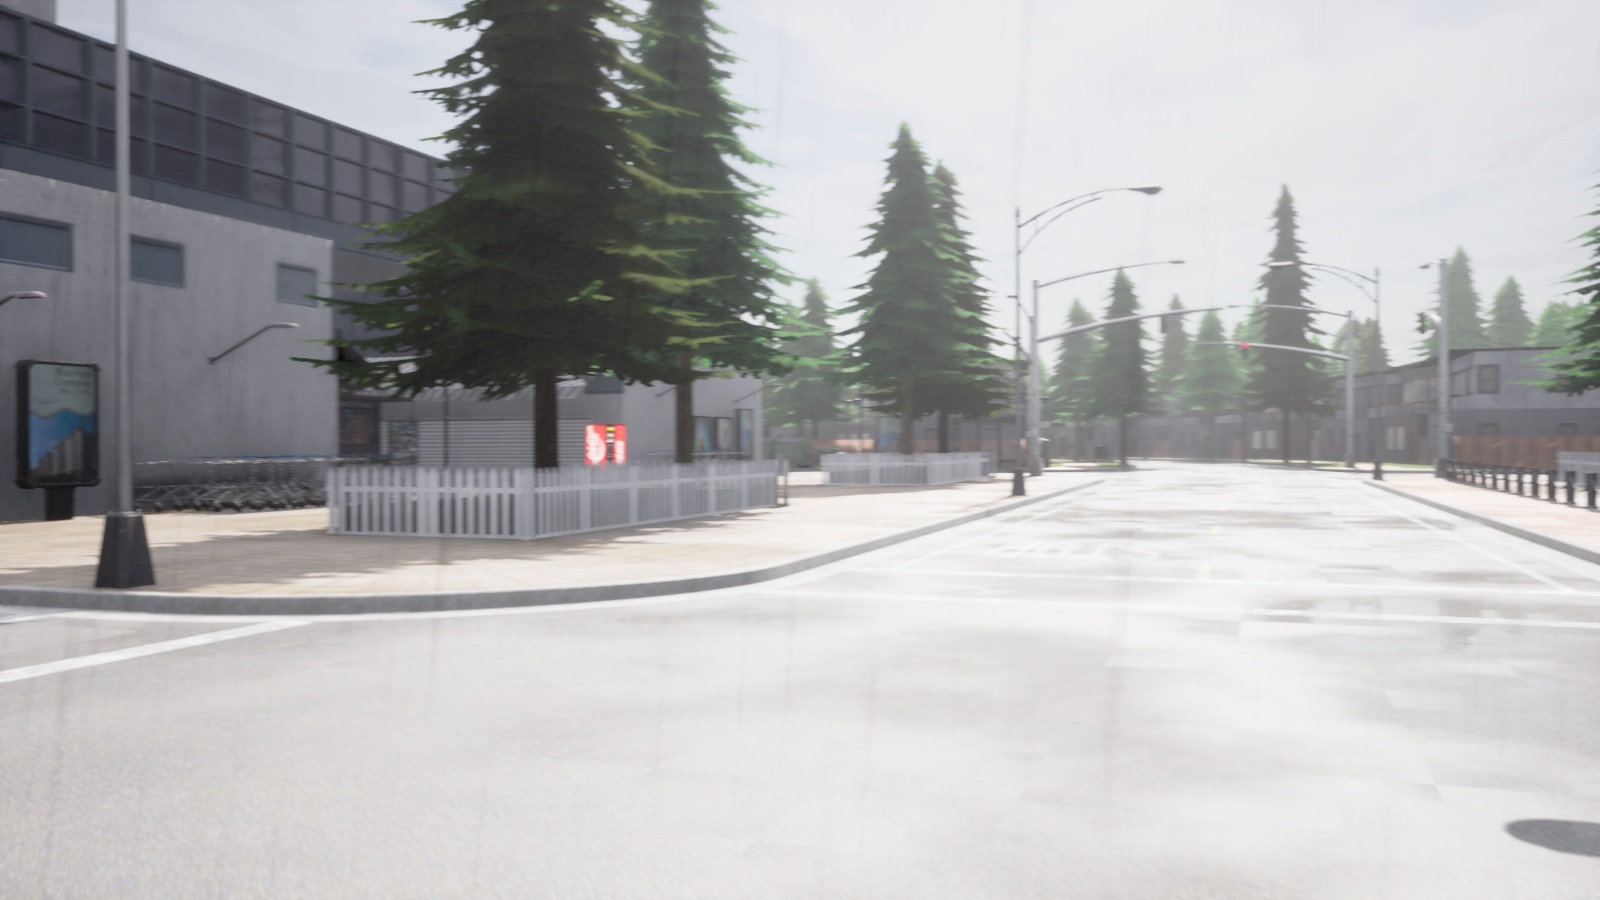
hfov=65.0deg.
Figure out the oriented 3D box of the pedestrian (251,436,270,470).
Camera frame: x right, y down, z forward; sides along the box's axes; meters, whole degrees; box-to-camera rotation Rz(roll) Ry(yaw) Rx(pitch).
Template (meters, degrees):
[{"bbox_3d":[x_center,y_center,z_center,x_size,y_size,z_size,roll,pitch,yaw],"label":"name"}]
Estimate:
[{"bbox_3d":[-29.589,0.168,68.883,0.849,1.883,0.563,0,0,30],"label":"pedestrian"}]
